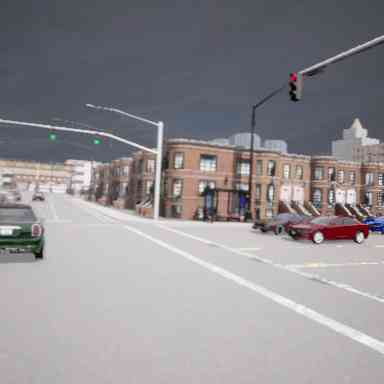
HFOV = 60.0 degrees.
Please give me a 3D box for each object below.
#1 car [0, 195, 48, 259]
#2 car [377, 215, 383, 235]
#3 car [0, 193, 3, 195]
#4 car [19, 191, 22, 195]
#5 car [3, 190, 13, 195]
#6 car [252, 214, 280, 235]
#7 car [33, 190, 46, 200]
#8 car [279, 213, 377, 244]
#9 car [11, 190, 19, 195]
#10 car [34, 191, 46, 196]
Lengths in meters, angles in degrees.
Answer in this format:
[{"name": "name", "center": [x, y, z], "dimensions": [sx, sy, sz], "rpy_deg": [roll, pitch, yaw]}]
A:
[{"name": "car", "center": [-6.264, 1.160, 11.656], "dimensions": [2.097, 1.767, 4.553], "rpy_deg": [3, -1, -24]}, {"name": "car", "center": [15.601, 2.525, 26.243], "dimensions": [5.008, 1.535, 1.882], "rpy_deg": [3, -1, -23]}, {"name": "car", "center": [-16.821, 0.938, 26.464], "dimensions": [2.128, 1.511, 4.902], "rpy_deg": [3, -1, -23]}, {"name": "car", "center": [-28.374, 0.515, 53.083], "dimensions": [2.097, 1.767, 4.553], "rpy_deg": [3, -1, -24]}, {"name": "car", "center": [-20.586, 0.832, 35.124], "dimensions": [1.882, 1.535, 5.008], "rpy_deg": [3, -1, -24]}, {"name": "car", "center": [6.712, 2.114, 22.379], "dimensions": [5.357, 1.411, 2.033], "rpy_deg": [3, -1, -23]}, {"name": "car", "center": [-30.188, 0.568, 65.913], "dimensions": [2.097, 1.767, 4.553], "rpy_deg": [3, -1, -24]}, {"name": "car", "center": [7.814, 2.062, 19.032], "dimensions": [5.008, 1.535, 1.882], "rpy_deg": [3, -1, -23]}, {"name": "car", "center": [-24.299, 0.790, 43.750], "dimensions": [1.812, 1.442, 4.674], "rpy_deg": [3, -1, -23]}, {"name": "car", "center": [-26.155, 0.913, 56.695], "dimensions": [1.895, 1.301, 4.718], "rpy_deg": [3, -1, -24]}]
